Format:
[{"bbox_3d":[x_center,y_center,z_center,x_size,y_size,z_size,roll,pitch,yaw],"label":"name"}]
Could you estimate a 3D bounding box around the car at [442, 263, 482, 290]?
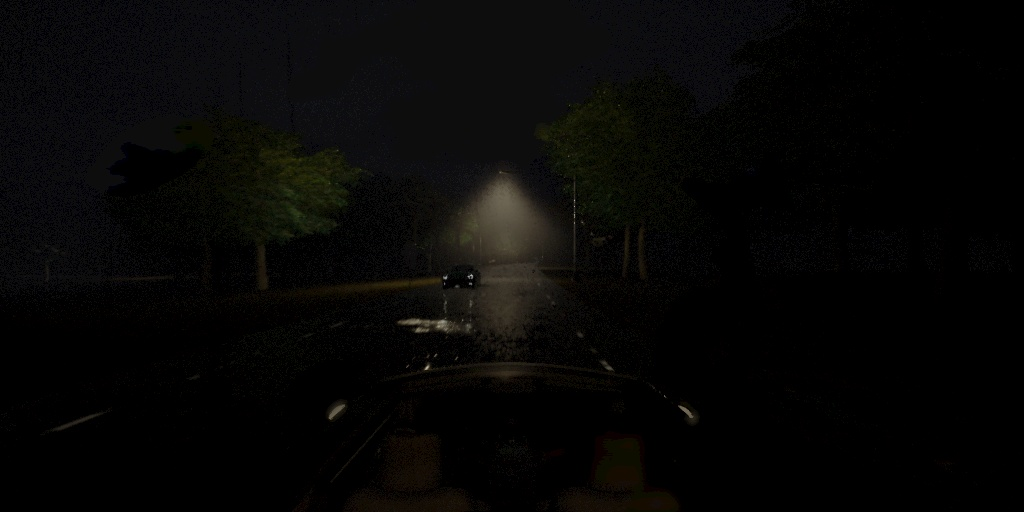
[{"bbox_3d":[-3.311,1.298,24.263,2.097,1.767,4.553,0,-1,2],"label":"car"}]
